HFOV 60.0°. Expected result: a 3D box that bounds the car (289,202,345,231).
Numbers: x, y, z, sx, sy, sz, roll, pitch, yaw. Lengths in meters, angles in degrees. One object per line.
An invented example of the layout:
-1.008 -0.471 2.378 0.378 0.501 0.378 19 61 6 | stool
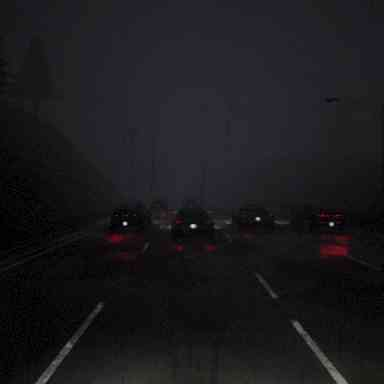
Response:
7.033 1.348 19.188 1.837 1.490 4.892 0 0 0 | car

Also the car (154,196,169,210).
-3.690 1.230 37.544 1.812 1.442 4.674 0 0 -2 | car

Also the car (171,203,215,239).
0.043 1.433 16.386 1.994 1.385 4.181 0 0 0 | car

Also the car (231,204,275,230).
3.531 1.404 19.843 1.994 1.385 4.181 0 0 0 | car

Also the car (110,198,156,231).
-3.468 1.351 19.582 1.837 1.490 4.892 0 1 0 | car

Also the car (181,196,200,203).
-0.130 1.203 36.364 2.128 1.511 4.902 0 0 -2 | car
